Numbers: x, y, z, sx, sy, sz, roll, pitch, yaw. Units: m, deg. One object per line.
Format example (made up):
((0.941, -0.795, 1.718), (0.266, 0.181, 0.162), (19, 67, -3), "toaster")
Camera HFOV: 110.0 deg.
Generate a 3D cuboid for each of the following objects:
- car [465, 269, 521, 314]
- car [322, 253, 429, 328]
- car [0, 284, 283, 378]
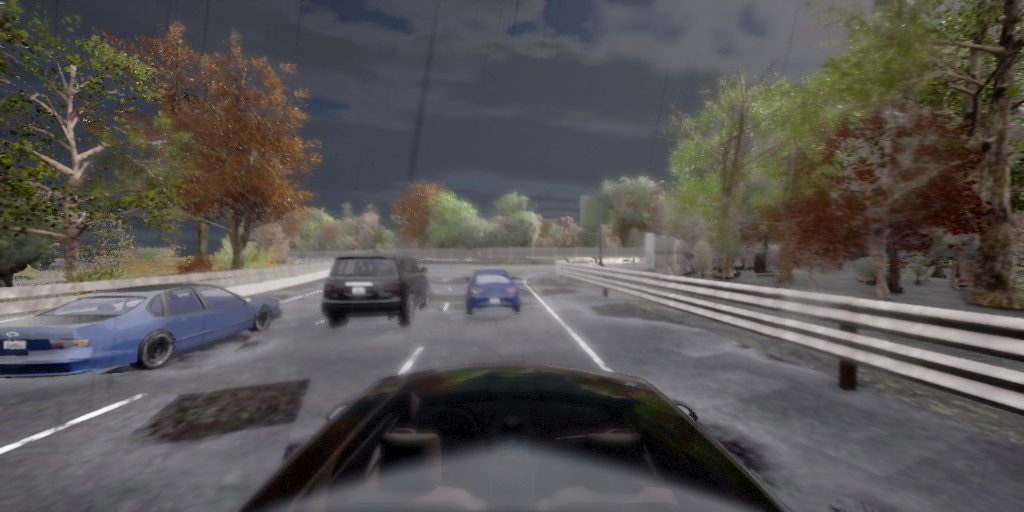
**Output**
((-0.761, 1.219, 13.379), (1.812, 1.442, 4.674), (0, 0, -6), "car")
((-4.052, 0.939, 11.540), (2.150, 2.045, 5.566), (0, 0, -6), "car")
((-7.226, 1.298, 7.599), (2.033, 1.411, 5.357), (0, 0, -4), "car")
